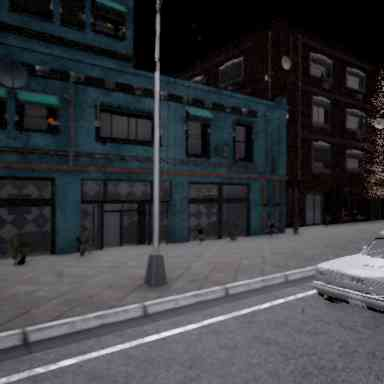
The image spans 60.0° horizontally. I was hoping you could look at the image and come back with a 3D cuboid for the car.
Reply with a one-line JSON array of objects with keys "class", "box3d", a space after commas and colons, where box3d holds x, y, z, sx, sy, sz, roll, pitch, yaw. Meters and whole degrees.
[{"class": "car", "box3d": [4.619, 1.599, 6.947, 4.718, 1.301, 1.895, 0, 0, -35]}]
